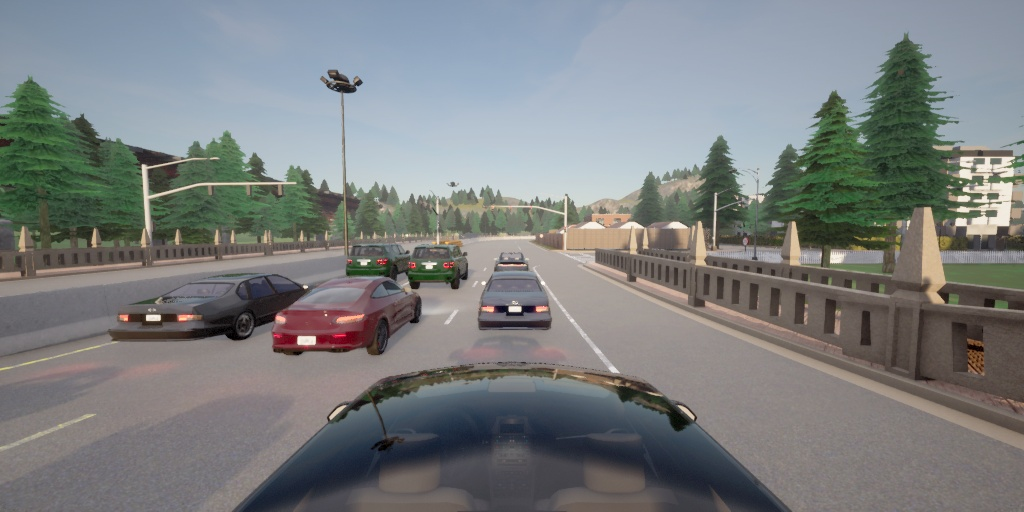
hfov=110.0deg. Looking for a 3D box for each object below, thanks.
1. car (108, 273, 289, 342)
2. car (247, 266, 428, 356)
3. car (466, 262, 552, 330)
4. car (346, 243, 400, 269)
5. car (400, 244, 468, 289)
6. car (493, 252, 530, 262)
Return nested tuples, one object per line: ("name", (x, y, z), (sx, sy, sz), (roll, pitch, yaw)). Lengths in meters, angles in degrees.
("car", (-6.946, 1.156, 9.436), (2.033, 1.411, 5.357), (0, 2, 0))
("car", (-3.440, 1.172, 8.262), (1.812, 1.442, 4.674), (0, 2, -1))
("car", (0.048, 1.121, 10.419), (2.033, 1.411, 5.357), (0, 2, 0))
("car", (-7.021, 0.285, 19.624), (2.150, 2.045, 5.566), (0, 4, 0))
("car", (-3.506, 0.399, 17.799), (2.150, 2.045, 5.566), (0, 4, 0))
("car", (-0.023, 0.529, 20.115), (2.128, 1.511, 4.902), (0, 3, 0))
